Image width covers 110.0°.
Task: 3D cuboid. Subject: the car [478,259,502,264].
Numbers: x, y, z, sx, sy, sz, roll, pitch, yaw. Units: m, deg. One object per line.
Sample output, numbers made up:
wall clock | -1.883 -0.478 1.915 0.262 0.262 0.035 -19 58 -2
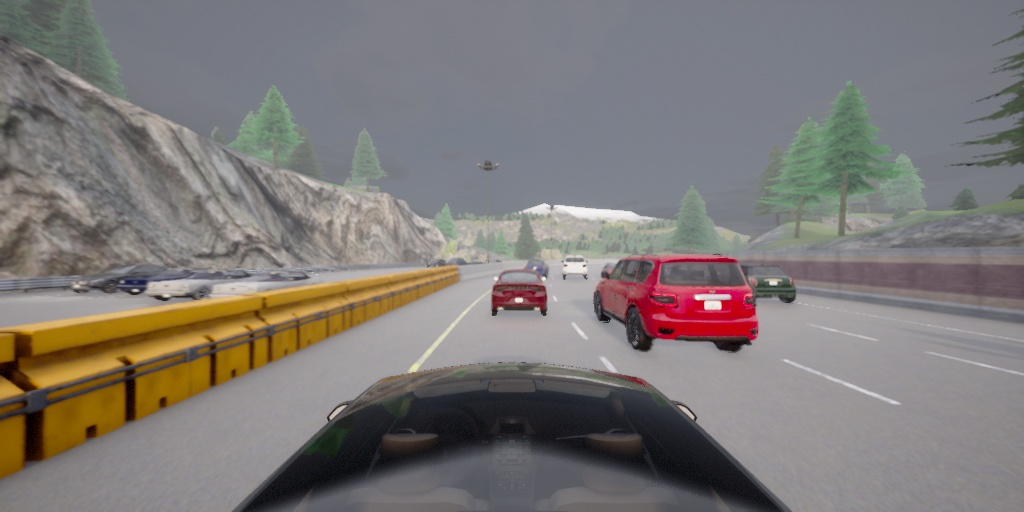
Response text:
car | -3.031 1.194 56.103 1.882 1.535 5.008 0 0 18

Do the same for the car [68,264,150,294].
car | -20.598 1.181 19.427 1.812 1.442 4.674 0 0 4

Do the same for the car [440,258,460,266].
car | -9.367 1.040 59.204 2.097 1.767 4.553 0 0 18

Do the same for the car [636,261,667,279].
car | 13.104 1.298 33.988 1.837 1.490 4.892 0 0 11

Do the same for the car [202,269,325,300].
car | -10.320 1.302 15.583 1.895 1.301 4.718 0 0 3

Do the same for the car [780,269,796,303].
car | 10.978 1.143 17.016 2.097 1.767 4.553 0 0 3

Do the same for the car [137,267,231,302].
car | -13.778 1.287 16.597 1.895 1.301 4.718 0 0 3

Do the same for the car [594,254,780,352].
car | 3.666 0.984 9.161 2.150 2.045 5.566 0 0 1

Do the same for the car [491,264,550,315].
car | 0.292 1.224 13.665 1.882 1.535 5.008 0 0 2

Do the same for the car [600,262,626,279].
car | 9.646 1.342 34.450 1.994 1.385 4.181 0 0 11

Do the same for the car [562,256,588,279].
car | 5.818 0.984 33.181 2.150 2.045 5.566 0 0 10

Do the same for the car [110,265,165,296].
car | -17.166 1.271 18.670 1.895 1.301 4.718 0 0 4

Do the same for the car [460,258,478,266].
car | -6.102 1.303 57.990 1.895 1.301 4.718 0 0 18

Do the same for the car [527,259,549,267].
car | 2.413 1.100 33.821 2.097 1.767 4.553 0 0 9

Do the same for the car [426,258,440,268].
car | -12.680 1.178 60.376 1.837 1.490 4.892 0 0 18
